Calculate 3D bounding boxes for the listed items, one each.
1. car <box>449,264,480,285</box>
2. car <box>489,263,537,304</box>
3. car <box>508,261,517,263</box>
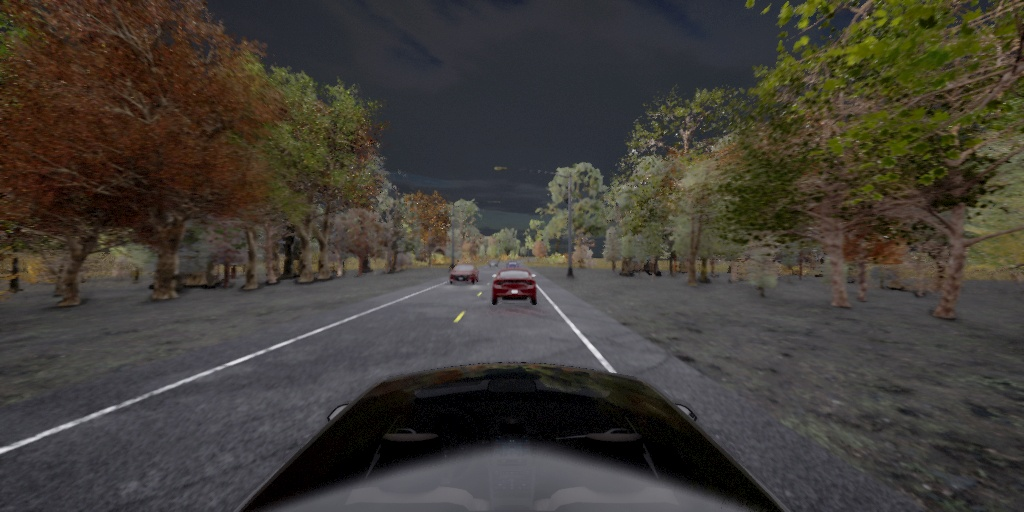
[{"bbox_3d":[-3.588,1.325,27.685,1.882,1.535,5.008,0,0,0],"label":"car"},{"bbox_3d":[0.101,1.286,16.903,1.882,1.535,5.008,0,0,0],"label":"car"},{"bbox_3d":[0.106,1.461,50.486,1.812,1.442,4.674,0,0,0],"label":"car"}]
